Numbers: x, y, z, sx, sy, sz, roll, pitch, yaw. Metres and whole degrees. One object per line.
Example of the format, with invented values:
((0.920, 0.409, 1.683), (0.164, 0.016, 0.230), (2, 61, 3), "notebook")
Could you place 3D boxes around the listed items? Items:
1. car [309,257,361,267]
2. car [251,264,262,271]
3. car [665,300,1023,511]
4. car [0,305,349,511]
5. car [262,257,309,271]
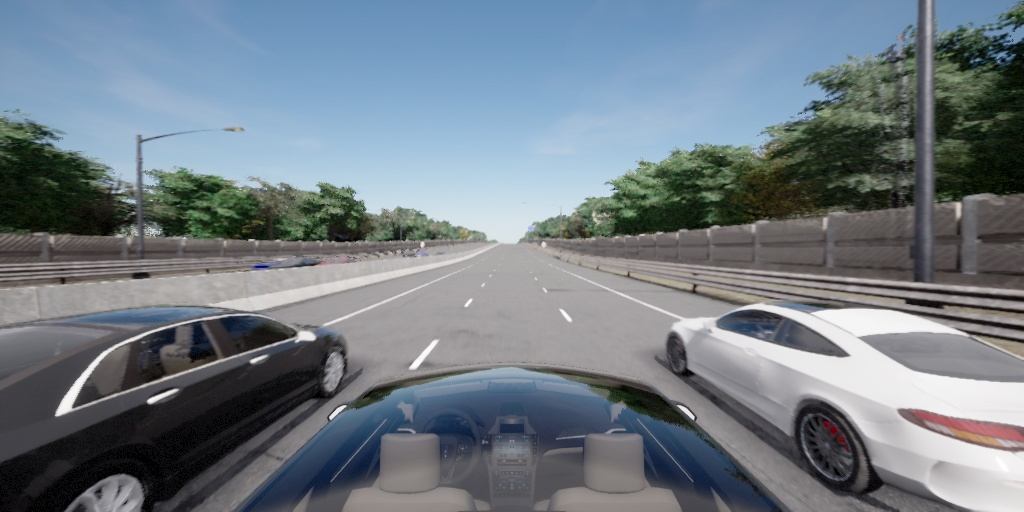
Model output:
((-14.088, 0.842, 29.446), (1.882, 1.535, 5.008), (0, 1, 0), "car")
((-21.080, 0.910, 32.353), (1.895, 1.301, 4.718), (0, 1, 0), "car")
((3.600, 1.263, 4.390), (1.812, 1.442, 4.674), (0, 0, 0), "car")
((-3.400, 1.245, 3.555), (1.837, 1.490, 4.892), (0, 0, 0), "car")
((-17.582, 0.844, 29.372), (1.882, 1.535, 5.008), (0, 1, 0), "car")
